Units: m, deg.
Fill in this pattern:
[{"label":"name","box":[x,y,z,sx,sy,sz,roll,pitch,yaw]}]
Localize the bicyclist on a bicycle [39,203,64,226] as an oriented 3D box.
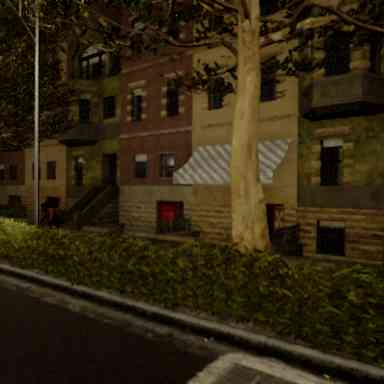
[{"label":"bicyclist on a bicycle","box":[-4.590,1.187,10.687,0.582,1.620,1.656,1,1,35]}]
